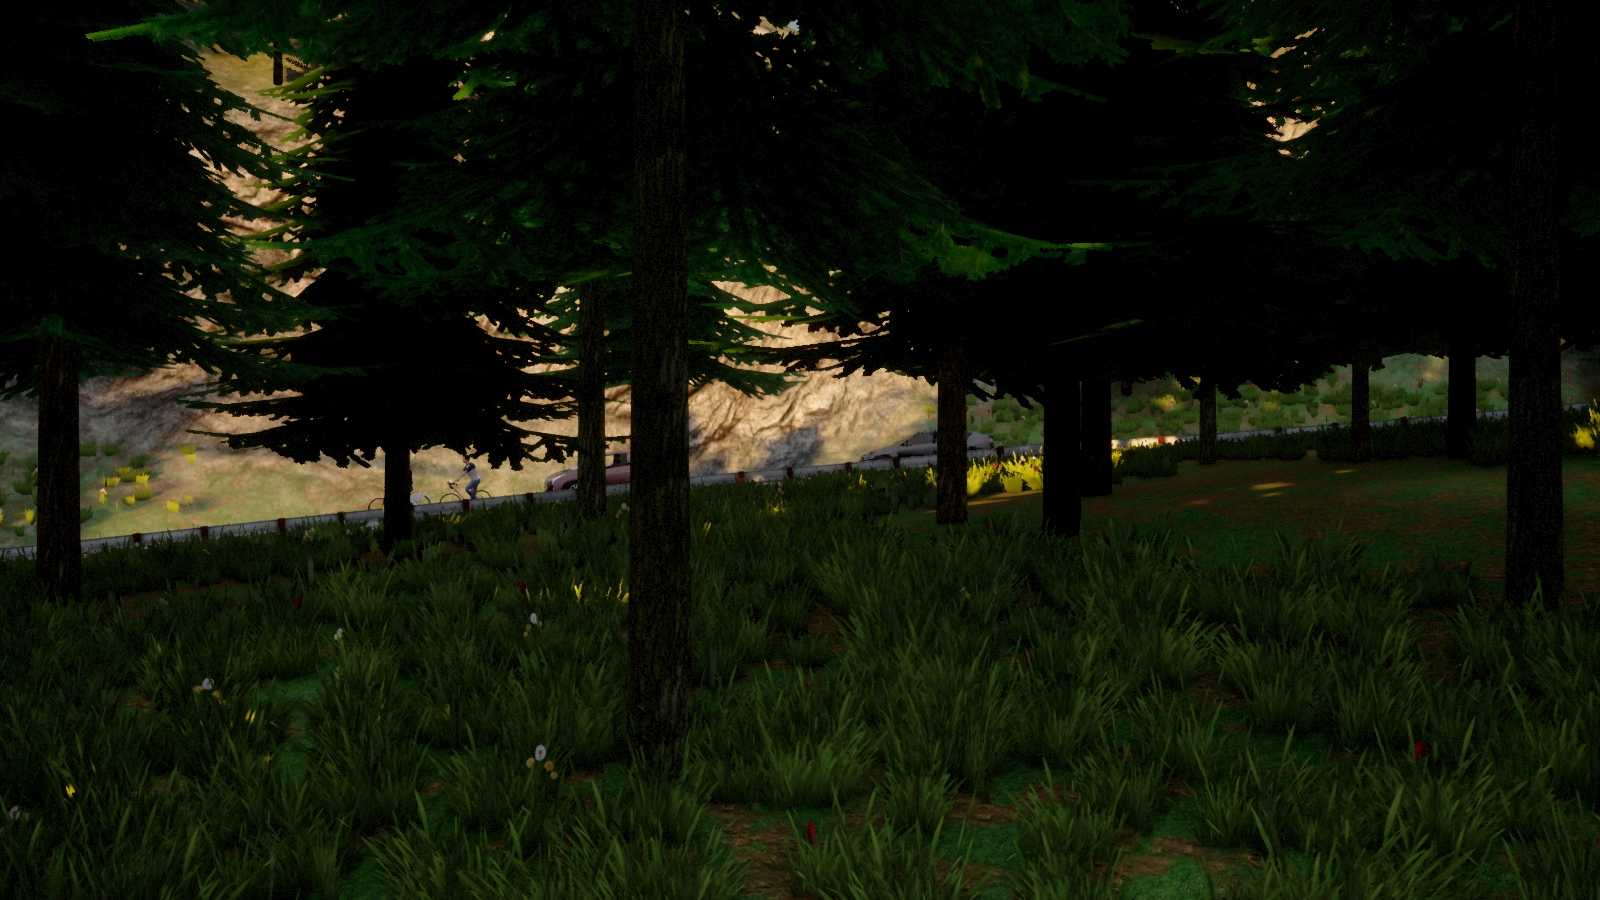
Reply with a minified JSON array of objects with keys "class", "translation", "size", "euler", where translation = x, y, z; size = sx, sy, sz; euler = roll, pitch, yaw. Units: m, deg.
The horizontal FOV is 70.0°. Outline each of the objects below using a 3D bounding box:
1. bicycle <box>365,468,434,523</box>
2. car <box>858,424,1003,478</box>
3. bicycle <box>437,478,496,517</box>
[{"class":"bicycle","translation":[-12.076,1.355,34.489],"size":[1.835,1.471,0.329],"euler":[-5,2,-29]},{"class":"car","translation":[4.506,0.031,40.037],"size":[4.792,1.488,2.163],"euler":[-4,0,2]},{"class":"bicycle","translation":[-10.252,1.440,35.171],"size":[1.643,1.024,0.373],"euler":[-5,3,-36]}]
